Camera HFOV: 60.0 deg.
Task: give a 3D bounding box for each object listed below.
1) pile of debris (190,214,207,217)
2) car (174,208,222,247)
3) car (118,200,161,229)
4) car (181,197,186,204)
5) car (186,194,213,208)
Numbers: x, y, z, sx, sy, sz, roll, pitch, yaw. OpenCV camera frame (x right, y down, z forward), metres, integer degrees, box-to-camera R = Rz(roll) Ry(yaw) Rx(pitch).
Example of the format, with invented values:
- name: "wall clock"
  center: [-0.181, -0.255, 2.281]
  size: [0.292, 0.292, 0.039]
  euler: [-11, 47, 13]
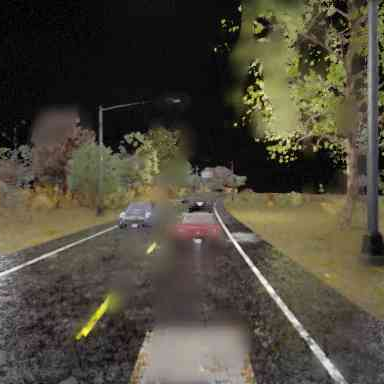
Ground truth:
- name: "pile of debris"
  center: [0.629, 2.183, 30.486]
  size: [1.500, 0.140, 1.860]
  euler: [0, 0, 2]
- name: "car"
  center: [0.271, 1.605, 15.120]
  size: [1.895, 1.301, 4.718]
  euler: [0, 0, 1]
- name: "car"
  center: [-3.257, 1.356, 21.438]
  size: [2.097, 1.767, 4.553]
  euler: [0, 0, 2]
- name: "car"
  center: [-0.945, 1.616, 62.837]
  size: [1.895, 1.301, 4.718]
  euler: [0, 0, 5]
- name: "car"
  center: [0.841, 1.230, 32.804]
  size: [2.150, 2.045, 5.566]
  euler: [0, 0, 2]
